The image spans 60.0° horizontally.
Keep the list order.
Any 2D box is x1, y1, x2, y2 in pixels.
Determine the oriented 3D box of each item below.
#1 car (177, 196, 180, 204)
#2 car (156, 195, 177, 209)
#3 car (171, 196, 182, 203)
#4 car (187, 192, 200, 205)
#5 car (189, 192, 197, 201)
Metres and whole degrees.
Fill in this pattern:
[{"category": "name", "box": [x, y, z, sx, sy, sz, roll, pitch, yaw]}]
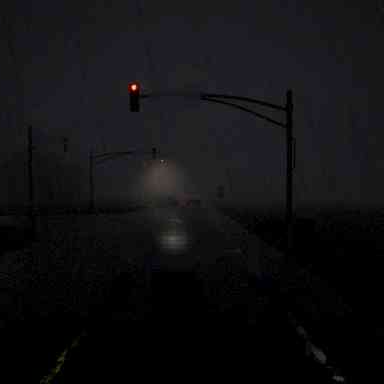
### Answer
[{"category": "car", "box": [-3.431, 1.308, 52.298, 2.097, 1.767, 4.553, 0, 0, 0]}, {"category": "car", "box": [-3.459, 1.320, 43.517, 2.097, 1.767, 4.553, 0, 0, 0]}, {"category": "car", "box": [-3.286, 1.476, 70.859, 1.994, 1.385, 4.181, 0, 0, 0]}, {"category": "car", "box": [0.275, 1.297, 59.173, 2.097, 1.767, 4.553, 0, 0, 0]}, {"category": "car", "box": [0.260, 1.115, 85.836, 2.150, 2.045, 5.566, 0, 0, 0]}]
